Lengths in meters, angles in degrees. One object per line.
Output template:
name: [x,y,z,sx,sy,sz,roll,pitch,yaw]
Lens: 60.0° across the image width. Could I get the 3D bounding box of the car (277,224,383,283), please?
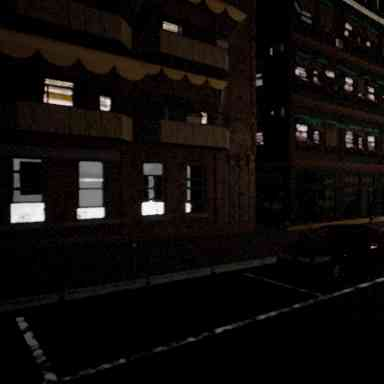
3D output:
car: [4.275,1.597,9.576,4.206,1.307,1.802,0,-1,-35]
